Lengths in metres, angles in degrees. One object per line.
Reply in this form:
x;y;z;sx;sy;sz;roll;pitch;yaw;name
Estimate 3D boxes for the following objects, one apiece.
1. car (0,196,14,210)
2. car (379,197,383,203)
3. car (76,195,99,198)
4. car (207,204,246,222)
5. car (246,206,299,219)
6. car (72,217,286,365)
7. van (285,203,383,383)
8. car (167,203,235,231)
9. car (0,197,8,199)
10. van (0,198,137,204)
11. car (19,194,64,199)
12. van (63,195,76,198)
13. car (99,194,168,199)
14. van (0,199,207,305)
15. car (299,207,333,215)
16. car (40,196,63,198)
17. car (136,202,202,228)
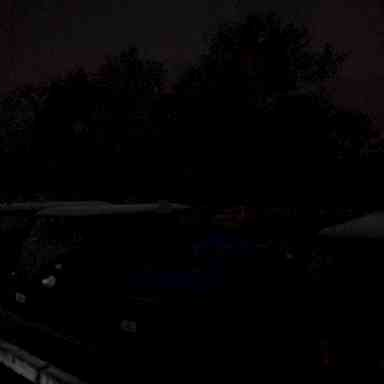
-24.235;1.337;39.623;2.231;1.521;4.892;0;0;35;car
9.803;1.248;15.634;2.435;2.045;5.566;0;0;35;car
-6.059;1.222;26.864;2.435;2.045;5.566;0;0;35;car
3.114;1.503;20.601;1.946;1.575;5.366;0;0;35;car
5.276;1.506;18.848;2.097;1.535;5.008;0;0;35;car
0.643;1.502;6.116;2.097;1.535;5.008;0;0;35;car
3.005;1.272;4.603;1.878;1.987;4.442;0;0;35;van
0.724;1.535;22.021;2.163;1.488;4.792;0;0;35;car
-17.410;1.262;34.852;2.185;1.767;4.553;0;0;35;car
-3.875;1.279;9.443;1.878;1.987;4.442;0;0;35;van
-12.869;1.171;31.655;2.435;2.045;5.566;0;0;35;car
-8.279;1.231;28.533;1.878;1.987;4.442;0;0;35;van
-3.821;1.235;25.219;2.435;2.045;5.566;0;0;35;car
-1.718;1.280;7.640;1.878;1.987;4.442;0;0;35;van
7.548;1.505;17.249;2.231;1.521;4.892;0;0;35;car
-10.509;1.436;30.187;1.946;1.575;5.366;0;0;35;car
-1.519;1.526;23.670;2.163;1.488;4.792;0;0;35;car
